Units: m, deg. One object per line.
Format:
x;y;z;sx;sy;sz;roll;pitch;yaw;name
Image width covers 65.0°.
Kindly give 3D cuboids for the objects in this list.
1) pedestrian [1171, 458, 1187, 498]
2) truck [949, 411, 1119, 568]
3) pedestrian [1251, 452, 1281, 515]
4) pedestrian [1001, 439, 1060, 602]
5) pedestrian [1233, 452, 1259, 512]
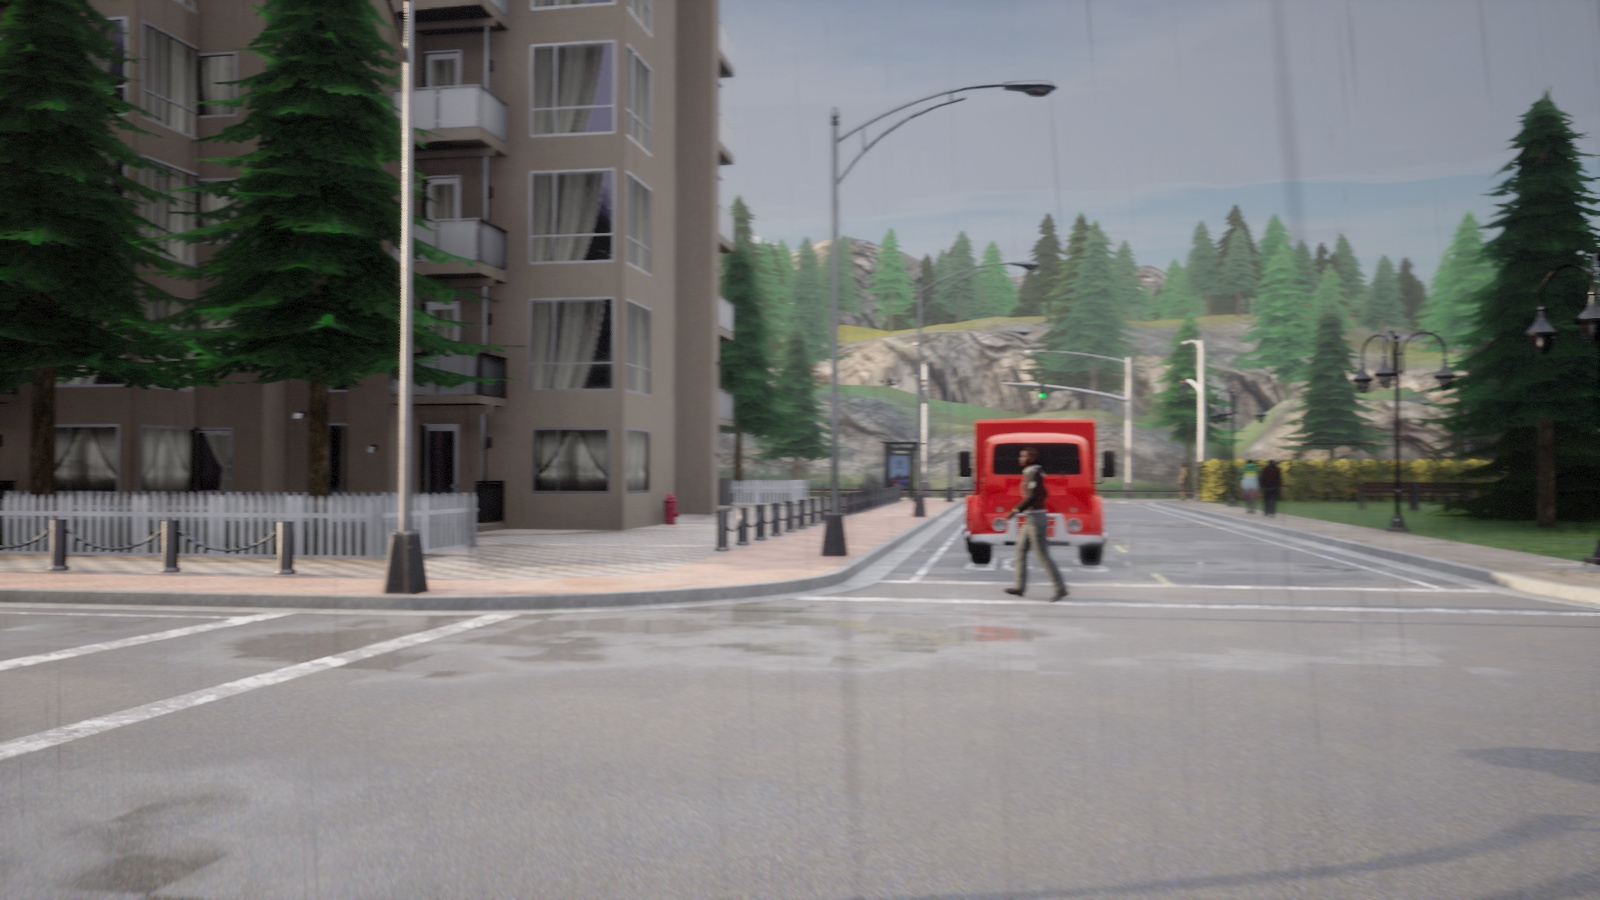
18.210;1.349;60.322;0.692;1.930;0.396;-1;-1;22;pedestrian
4.115;0.669;22.435;2.627;2.467;5.204;-1;-1;10;truck
14.017;1.006;37.824;0.634;1.844;0.899;0;-1;7;pedestrian
2.758;0.835;15.053;0.666;1.930;0.402;-1;-1;9;pedestrian
14.891;1.068;41.948;0.659;1.952;0.873;-1;-1;8;pedestrian
